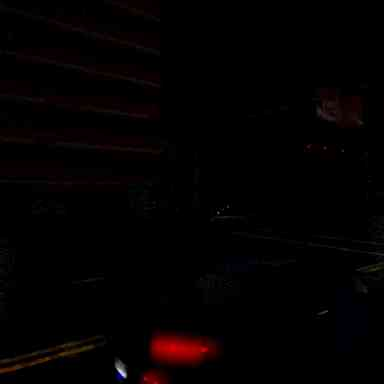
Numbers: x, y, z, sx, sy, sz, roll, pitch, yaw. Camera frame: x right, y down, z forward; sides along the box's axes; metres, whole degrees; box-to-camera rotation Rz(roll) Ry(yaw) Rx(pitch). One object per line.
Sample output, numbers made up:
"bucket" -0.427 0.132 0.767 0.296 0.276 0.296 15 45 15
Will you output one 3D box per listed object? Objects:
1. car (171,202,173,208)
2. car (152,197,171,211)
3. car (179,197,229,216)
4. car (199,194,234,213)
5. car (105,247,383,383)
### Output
"car" -4.262 1.551 45.593 1.994 1.385 4.181 0 0 -35
"car" -4.938 1.345 40.527 2.097 1.767 4.553 0 0 -36
"car" 0.848 1.536 32.489 2.033 1.411 5.357 0 0 -36
"car" 2.148 1.209 36.675 2.150 2.045 5.566 0 0 -36
"car" 1.180 1.524 4.581 4.674 1.442 1.812 0 0 -36
